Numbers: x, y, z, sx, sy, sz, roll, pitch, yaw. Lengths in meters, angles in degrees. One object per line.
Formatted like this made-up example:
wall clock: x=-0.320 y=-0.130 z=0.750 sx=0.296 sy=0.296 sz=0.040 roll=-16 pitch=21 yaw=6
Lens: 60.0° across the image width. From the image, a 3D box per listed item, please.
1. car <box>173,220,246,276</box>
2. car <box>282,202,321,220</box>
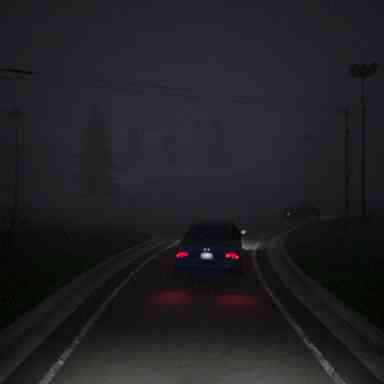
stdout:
car: x=0.688 y=1.581 z=10.451 sx=2.033 sy=1.411 sz=5.357 roll=0 pitch=0 yaw=8
car: x=9.522 y=1.617 z=28.915 sx=1.812 sy=1.442 sz=4.674 roll=-1 pitch=-1 yaw=44
